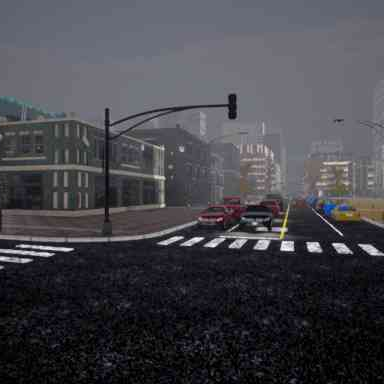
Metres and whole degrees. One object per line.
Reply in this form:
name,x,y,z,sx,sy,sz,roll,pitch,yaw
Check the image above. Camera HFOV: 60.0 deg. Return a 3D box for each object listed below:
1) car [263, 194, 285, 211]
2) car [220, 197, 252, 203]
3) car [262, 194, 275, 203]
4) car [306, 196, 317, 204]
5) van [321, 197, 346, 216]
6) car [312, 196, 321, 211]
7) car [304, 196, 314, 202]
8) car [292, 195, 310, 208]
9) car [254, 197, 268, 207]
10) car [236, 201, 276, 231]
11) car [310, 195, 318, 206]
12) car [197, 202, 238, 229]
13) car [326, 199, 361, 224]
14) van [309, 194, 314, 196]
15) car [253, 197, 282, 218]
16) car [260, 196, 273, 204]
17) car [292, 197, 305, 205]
car,10.111,1.225,40.731,2.150,2.045,5.566,0,0,18
car,3.199,1.316,26.866,2.192,1.841,5.009,0,0,17
car,16.018,1.322,69.384,2.192,1.841,5.009,0,0,17
car,24.091,1.533,67.130,1.752,1.417,4.829,0,0,17
van,12.826,1.344,29.765,1.690,1.788,3.998,0,0,17
car,16.029,1.555,40.394,2.008,1.369,4.403,0,0,17
car,27.246,1.576,77.598,1.947,1.339,4.313,0,0,17
car,16.102,1.569,49.619,1.994,1.385,4.181,0,0,17
car,11.161,1.530,53.278,1.752,1.417,4.829,0,0,17
car,4.163,1.527,21.080,1.812,1.442,4.674,0,0,15
car,19.235,1.571,51.024,1.947,1.339,4.313,0,0,17
car,1.596,1.583,21.552,1.802,1.307,4.206,0,0,17
car,11.271,1.527,24.613,1.752,1.417,4.829,0,0,17
van,22.441,1.348,61.652,1.690,1.788,3.998,0,0,17
car,7.055,1.480,30.688,1.882,1.535,5.008,0,0,17
car,14.415,1.557,64.070,2.008,1.369,4.403,0,0,17
car,18.883,1.554,59.186,2.033,1.411,5.357,0,0,17
